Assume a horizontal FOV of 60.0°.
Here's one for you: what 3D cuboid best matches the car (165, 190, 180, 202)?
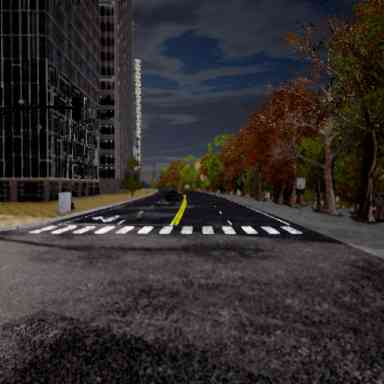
[{"bbox_3d":[-2.568,0.534,44.282,1.882,1.535,5.008,0,1,-1],"label":"car"}]
